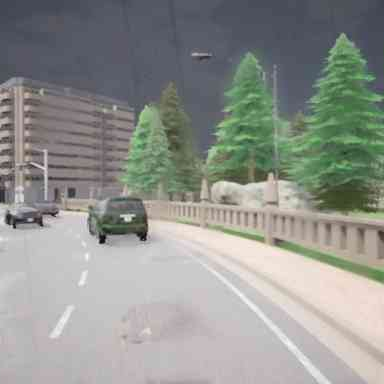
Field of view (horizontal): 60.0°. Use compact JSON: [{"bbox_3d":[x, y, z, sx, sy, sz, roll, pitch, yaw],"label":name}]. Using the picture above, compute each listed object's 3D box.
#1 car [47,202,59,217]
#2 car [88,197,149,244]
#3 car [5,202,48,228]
[{"bbox_3d":[-14.373,1.649,31.318,5.357,1.411,2.033,0,0,45],"label":"car"},{"bbox_3d":[-3.770,1.243,16.444,2.150,2.045,5.566,0,0,-24],"label":"car"},{"bbox_3d":[-11.558,1.609,22.905,1.812,1.442,4.674,0,0,-35],"label":"car"}]
